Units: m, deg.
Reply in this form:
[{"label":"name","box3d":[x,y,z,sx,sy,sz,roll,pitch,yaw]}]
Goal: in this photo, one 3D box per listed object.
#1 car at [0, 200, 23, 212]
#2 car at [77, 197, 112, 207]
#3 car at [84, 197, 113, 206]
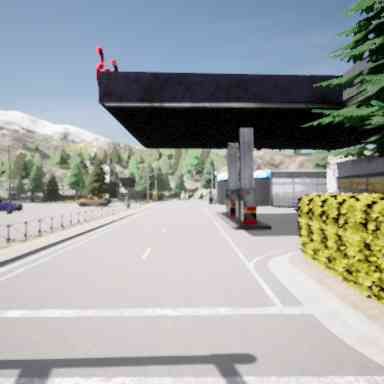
[{"label":"car","box3d":[-24.000,1.798,43.379,3.633,1.501,1.845,-1,0,0]},{"label":"car","box3d":[-16.381,1.668,55.260,5.027,1.636,2.152,-1,0,0]},{"label":"car","box3d":[-16.447,1.677,58.397,4.514,1.523,2.007,-1,0,0]}]
